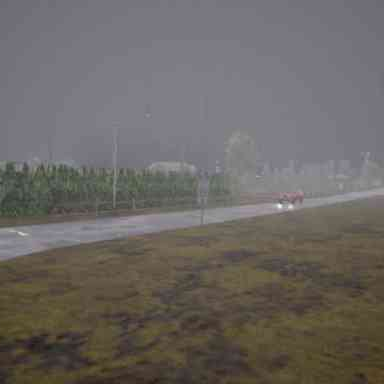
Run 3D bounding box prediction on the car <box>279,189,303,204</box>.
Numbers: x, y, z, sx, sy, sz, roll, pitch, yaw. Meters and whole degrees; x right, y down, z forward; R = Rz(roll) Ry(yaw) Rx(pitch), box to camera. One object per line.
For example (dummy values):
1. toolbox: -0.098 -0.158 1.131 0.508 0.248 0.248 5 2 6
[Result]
1. car: 14.769 0.617 49.353 2.150 2.045 5.566 3 3 36
